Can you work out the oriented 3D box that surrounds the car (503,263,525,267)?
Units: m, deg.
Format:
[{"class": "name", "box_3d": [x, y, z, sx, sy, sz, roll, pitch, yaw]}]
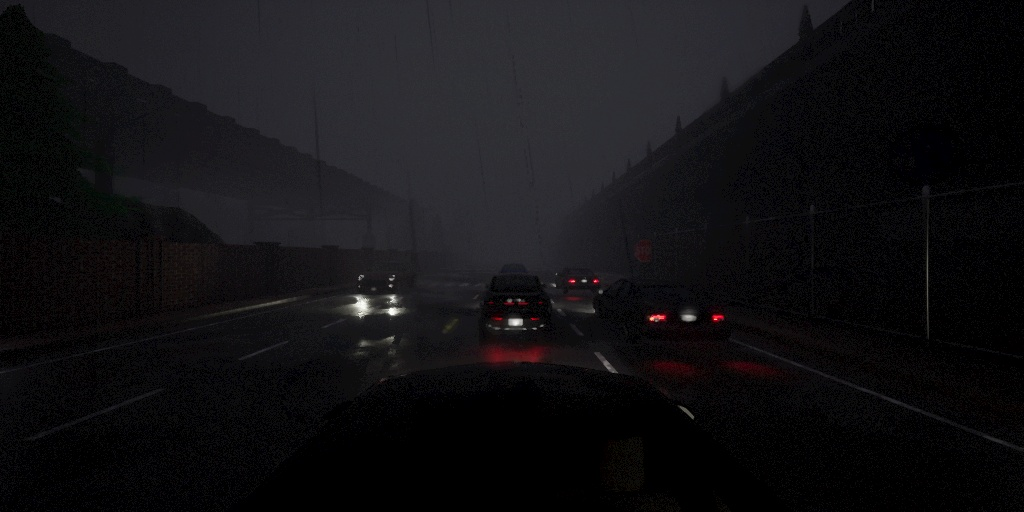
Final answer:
[{"class": "car", "box_3d": [0.119, 1.228, 23.632, 1.882, 1.535, 5.008, 0, 0, 0]}]

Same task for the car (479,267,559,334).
[{"class": "car", "box_3d": [0.099, 1.256, 10.663, 1.837, 1.490, 4.892, 0, 0, 0]}]

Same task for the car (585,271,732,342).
[{"class": "car", "box_3d": [3.597, 1.298, 9.727, 2.033, 1.411, 5.357, 0, 0, 1]}]

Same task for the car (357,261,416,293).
[{"class": "car", "box_3d": [-7.015, 1.101, 20.459, 2.097, 1.767, 4.553, 0, 0, 0]}]

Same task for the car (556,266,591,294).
[{"class": "car", "box_3d": [3.603, 1.297, 20.372, 2.033, 1.411, 5.357, 0, 0, 0]}]
